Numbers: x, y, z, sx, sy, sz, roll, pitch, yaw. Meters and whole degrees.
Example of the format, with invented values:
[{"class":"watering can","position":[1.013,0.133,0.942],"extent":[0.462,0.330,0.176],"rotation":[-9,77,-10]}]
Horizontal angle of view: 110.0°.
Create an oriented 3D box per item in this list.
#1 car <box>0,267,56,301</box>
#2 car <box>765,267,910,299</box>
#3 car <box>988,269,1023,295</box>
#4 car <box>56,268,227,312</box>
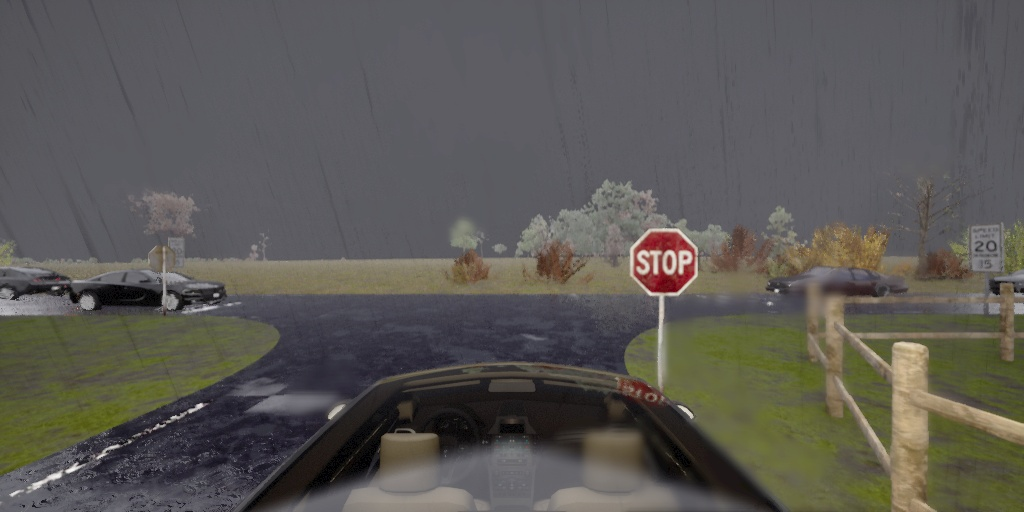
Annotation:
[{"class":"car","position":[-23.904,1.281,16.902],"extent":[4.892,1.490,1.837],"rotation":[0,0,1]},{"class":"car","position":[14.909,1.222,16.578],"extent":[5.357,1.411,2.033],"rotation":[0,0,0]},{"class":"car","position":[25.021,1.158,16.487],"extent":[4.892,1.490,1.837],"rotation":[0,0,1]},{"class":"car","position":[-13.791,1.234,13.772],"extent":[5.008,1.535,1.882],"rotation":[0,0,2]}]
